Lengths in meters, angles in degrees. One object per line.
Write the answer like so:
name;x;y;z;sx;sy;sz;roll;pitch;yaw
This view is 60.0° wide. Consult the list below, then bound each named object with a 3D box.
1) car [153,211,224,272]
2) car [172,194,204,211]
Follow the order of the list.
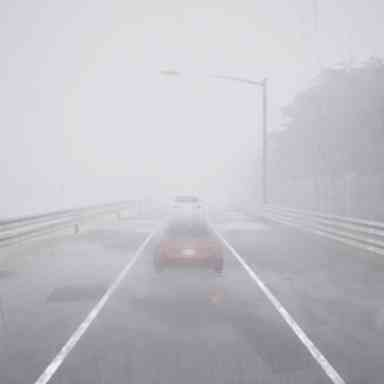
car;-0.112;1.536;10.683;1.994;1.385;4.181;0;0;-1
car;-0.311;1.153;25.558;2.150;2.045;5.566;0;0;1
